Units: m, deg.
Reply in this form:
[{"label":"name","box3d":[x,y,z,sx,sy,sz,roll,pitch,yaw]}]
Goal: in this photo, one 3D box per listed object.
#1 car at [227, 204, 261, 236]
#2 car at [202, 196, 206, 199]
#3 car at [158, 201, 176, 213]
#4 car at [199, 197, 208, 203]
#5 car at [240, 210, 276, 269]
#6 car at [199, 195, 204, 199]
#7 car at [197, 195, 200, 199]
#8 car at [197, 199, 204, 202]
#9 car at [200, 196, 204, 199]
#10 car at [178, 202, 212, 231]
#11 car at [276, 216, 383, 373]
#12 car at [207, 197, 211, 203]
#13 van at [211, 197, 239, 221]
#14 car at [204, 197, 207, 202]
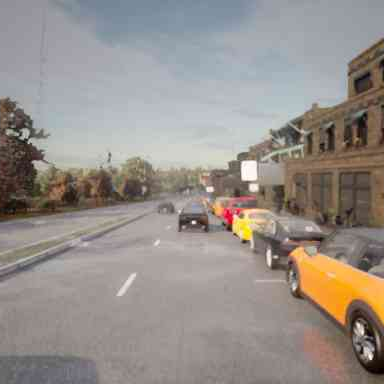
[{"label":"car","box3d":[3.226,1.622,16.965,2.097,1.535,5.008,0,0,0]},{"label":"car","box3d":[3.226,1.944,55.513,2.231,1.521,4.892,0,0,0]},{"label":"car","box3d":[-3.149,1.853,41.738,1.837,1.490,4.892,0,-1,0]},{"label":"car","box3d":[3.213,2.265,94.190,2.231,1.521,4.892,0,0,0]},{"label":"car","box3d":[3.226,1.577,11.439,2.231,1.521,4.892,0,0,0]},{"label":"car","box3d":[3.228,1.955,72.065,2.185,1.767,4.553,0,0,0]},{"label":"car","box3d":[3.216,2.219,88.664,2.231,1.521,4.892,0,0,0]},{"label":"car","box3d":[0.101,1.891,41.145,2.033,1.411,5.357,0,-1,0]},{"label":"car","box3d":[3.226,2.033,66.755,1.946,1.575,5.366,0,0,0]},{"label":"car","box3d":[0.100,1.663,22.095,1.882,1.535,5.008,0,0,0]},{"label":"car","box3d":[3.225,1.404,5.891,2.185,1.767,4.553,0,0,0]},{"label":"car","box3d":[3.226,1.680,39.040,2.185,1.767,4.553,0,0,0]},{"label":"van","box3d":[3.226,1.535,33.664,1.878,1.987,4.442,0,0,0]},{"label":"car","box3d":[3.227,1.937,49.992,2.002,1.452,4.674,0,0,0]}]
